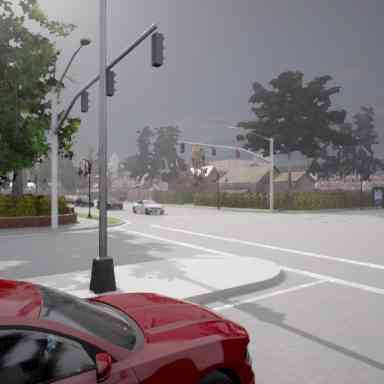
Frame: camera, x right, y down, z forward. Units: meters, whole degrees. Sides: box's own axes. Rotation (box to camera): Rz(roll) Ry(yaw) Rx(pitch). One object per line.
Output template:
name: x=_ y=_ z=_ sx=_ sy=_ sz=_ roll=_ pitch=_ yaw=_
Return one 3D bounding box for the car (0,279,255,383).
car: x=-1.680 y=1.478 z=2.570 sx=5.008 sy=1.535 sz=1.882 roll=0 pitch=0 yaw=-35

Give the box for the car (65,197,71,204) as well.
car: x=-22.290 y=1.564 z=58.853 sx=1.994 sy=1.385 sz=4.181 roll=0 pitch=0 yaw=-36

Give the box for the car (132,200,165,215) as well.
car: x=-4.618 y=1.526 z=34.389 sx=1.812 sy=1.442 sz=4.674 roll=0 pitch=0 yaw=-35

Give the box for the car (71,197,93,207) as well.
car: x=-16.436 y=1.506 z=50.722 sx=1.837 sy=1.490 sz=4.892 roll=0 pitch=0 yaw=-36

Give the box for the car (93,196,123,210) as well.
car: x=-10.537 y=1.352 z=42.572 sx=2.097 sy=1.767 sz=4.553 roll=0 pitch=0 yaw=-36
